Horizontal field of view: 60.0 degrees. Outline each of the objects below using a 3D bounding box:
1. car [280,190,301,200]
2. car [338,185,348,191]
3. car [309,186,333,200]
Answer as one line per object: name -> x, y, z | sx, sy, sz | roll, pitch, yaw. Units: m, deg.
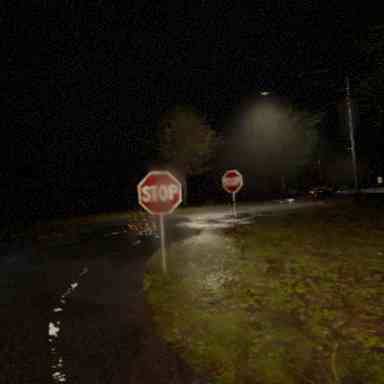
car -> 15.072, 0.407, 51.003 | 1.895, 1.301, 4.718 | -5, -1, 35
car -> 38.205, -0.966, 84.027 | 1.812, 1.442, 4.674 | -5, -1, 35
car -> 15.155, 0.106, 39.017 | 2.128, 1.511, 4.902 | -5, -1, 35
